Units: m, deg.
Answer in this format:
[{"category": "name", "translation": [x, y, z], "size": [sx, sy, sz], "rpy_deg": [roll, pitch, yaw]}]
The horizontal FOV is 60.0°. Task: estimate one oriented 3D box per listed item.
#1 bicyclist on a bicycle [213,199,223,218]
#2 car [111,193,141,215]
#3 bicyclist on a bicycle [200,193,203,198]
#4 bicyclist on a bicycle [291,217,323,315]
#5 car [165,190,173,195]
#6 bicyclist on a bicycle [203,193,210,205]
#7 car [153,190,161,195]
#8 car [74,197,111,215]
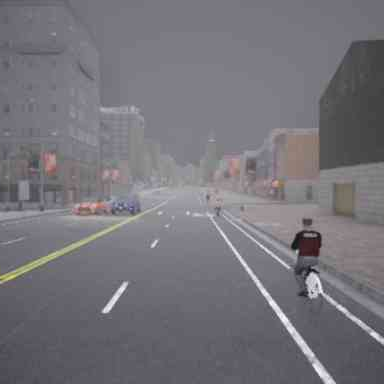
[{"category": "bicyclist on a bicycle", "translation": [2.224, 1.379, 28.354], "size": [0.866, 1.612, 1.509], "rpy_deg": [0, 0, 0]}, {"category": "car", "translation": [-6.501, 1.149, 33.193], "size": [2.150, 2.045, 5.566], "rpy_deg": [0, 0, 0]}, {"category": "bicyclist on a bicycle", "translation": [2.262, 0.798, 75.472], "size": [0.866, 1.612, 1.509], "rpy_deg": [0, 1, 0]}, {"category": "bicyclist on a bicycle", "translation": [2.250, 1.371, 6.697], "size": [0.659, 1.776, 1.843], "rpy_deg": [0, 0, 0]}, {"category": "car", "translation": [-6.473, 0.147, 92.617], "size": [1.895, 1.301, 4.718], "rpy_deg": [0, 1, 0]}, {"category": "bicyclist on a bicycle", "translation": [2.275, 1.065, 48.132], "size": [0.659, 1.776, 1.843], "rpy_deg": [1, -2, 0]}, {"category": "car", "translation": [-9.723, 0.103, 92.646], "size": [1.994, 1.385, 4.181], "rpy_deg": [0, 1, 0]}, {"category": "car", "translation": [-9.762, 1.277, 32.356], "size": [2.097, 1.767, 4.553], "rpy_deg": [0, 0, 0]}]
